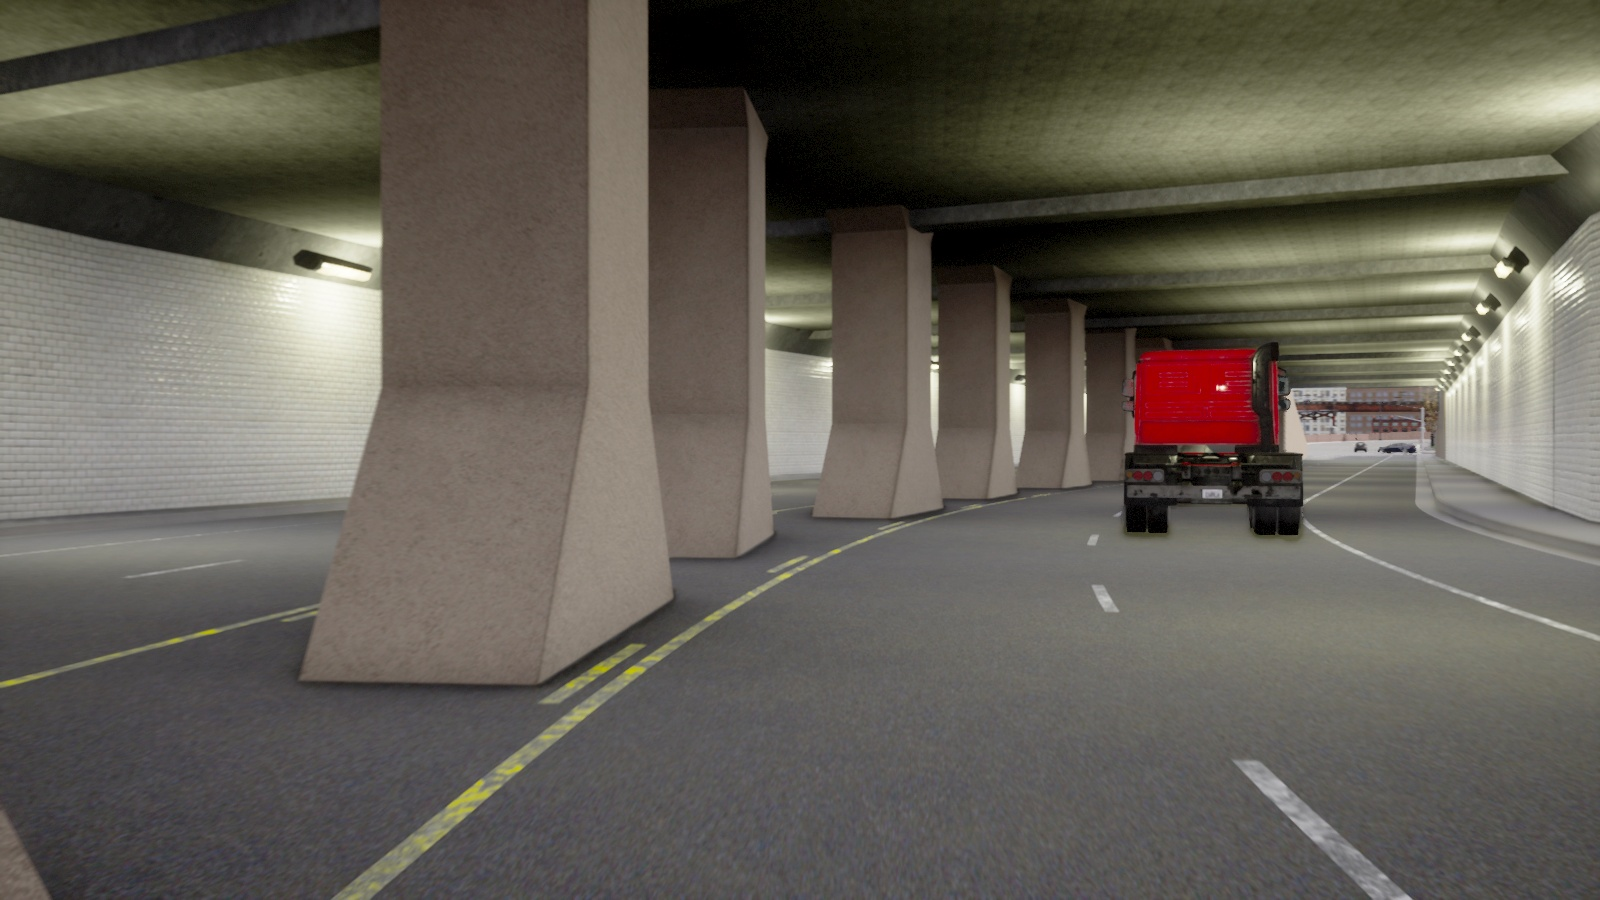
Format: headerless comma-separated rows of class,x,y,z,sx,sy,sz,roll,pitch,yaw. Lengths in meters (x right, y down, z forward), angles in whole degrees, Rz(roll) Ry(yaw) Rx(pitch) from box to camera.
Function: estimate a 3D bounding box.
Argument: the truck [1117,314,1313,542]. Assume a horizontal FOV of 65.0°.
truck,7.578,-0.359,23.333,2.891,3.462,7.936,0,0,17
